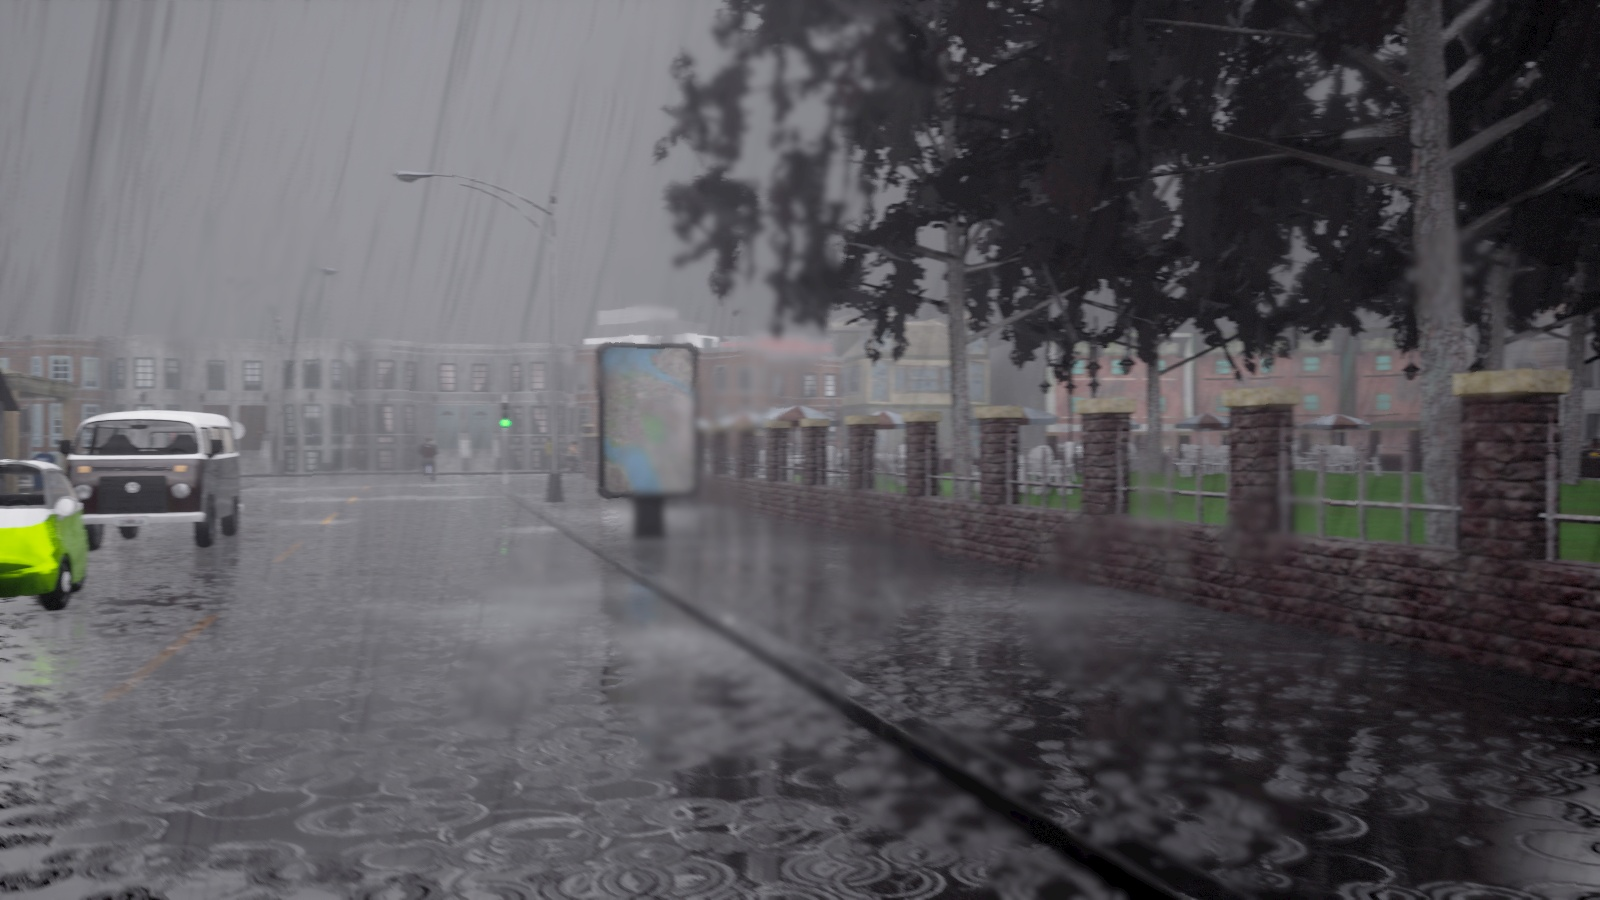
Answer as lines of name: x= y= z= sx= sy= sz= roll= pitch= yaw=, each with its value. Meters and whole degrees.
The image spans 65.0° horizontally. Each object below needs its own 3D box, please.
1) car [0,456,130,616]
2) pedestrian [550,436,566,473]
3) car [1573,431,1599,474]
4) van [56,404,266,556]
car: x=-7.446 y=0.754 z=11.915 sx=1.481 sy=1.376 sz=2.207 roll=0 pitch=0 yaw=-16
pedestrian: x=-11.921 y=0.210 z=61.904 sx=0.431 sy=1.840 sz=0.709 roll=0 pitch=0 yaw=-44
car: x=35.720 y=0.118 z=54.102 sx=1.905 sy=1.878 sz=3.866 roll=0 pitch=0 yaw=-16
van: x=-9.582 y=0.386 z=19.234 sx=2.069 sy=2.038 sz=4.480 roll=0 pitch=0 yaw=-16
